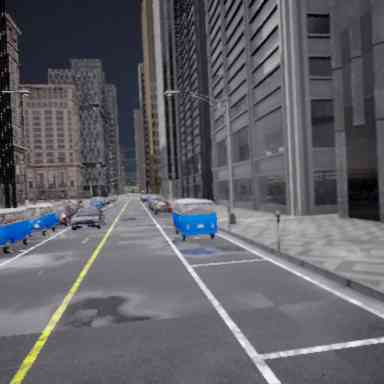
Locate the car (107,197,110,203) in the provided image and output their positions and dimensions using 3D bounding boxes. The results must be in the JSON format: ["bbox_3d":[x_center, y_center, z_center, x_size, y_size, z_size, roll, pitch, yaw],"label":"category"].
[{"bbox_3d":[-16.137,1.931,58.979,1.887,1.381,4.507,-3,0,-10],"label":"car"}]

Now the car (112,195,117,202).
[{"bbox_3d":[-20.039,1.861,81.202,1.967,1.590,4.097,-3,0,-10],"label":"car"}]

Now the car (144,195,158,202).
[{"bbox_3d":[-4.827,1.504,43.786,1.947,1.339,4.313,-3,0,-10],"label":"car"}]

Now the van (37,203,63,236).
[{"bbox_3d":[-9.328,1.660,20.084,1.690,1.788,3.998,-3,0,-10],"label":"van"}]

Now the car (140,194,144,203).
[{"bbox_3d":[-9.699,1.530,71.565,1.887,1.381,4.507,-3,0,-10],"label":"car"}]

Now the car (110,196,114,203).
[{"bbox_3d":[-18.084,1.971,70.091,1.947,1.339,4.313,-3,0,-10],"label":"car"}]

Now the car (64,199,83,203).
[{"bbox_3d":[-11.278,1.654,31.197,2.192,1.841,5.009,-3,0,-10],"label":"car"}]

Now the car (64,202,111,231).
[{"bbox_3d":[-7.000,1.734,22.870,2.033,1.411,5.357,-3,0,-10],"label":"car"}]

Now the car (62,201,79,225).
[{"bbox_3d":[-10.297,1.769,25.641,1.967,1.590,4.097,-3,0,-10],"label":"car"}]

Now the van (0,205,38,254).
[{"bbox_3d":[-8.354,1.650,14.528,1.690,1.788,3.998,-3,0,-10],"label":"van"}]

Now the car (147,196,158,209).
[{"bbox_3d":[-3.852,1.510,38.230,1.802,1.307,4.206,-3,0,-10],"label":"car"}]

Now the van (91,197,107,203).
[{"bbox_3d":[-15.174,1.718,53.422,1.690,1.788,3.998,-3,0,-10],"label":"van"}]

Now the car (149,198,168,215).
[{"bbox_3d":[-2.878,1.500,32.674,1.802,1.307,4.206,-3,0,-10],"label":"car"}]

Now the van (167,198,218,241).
[{"bbox_3d":[0.032,1.230,16.004,1.690,1.788,3.998,-3,0,-10],"label":"van"}]

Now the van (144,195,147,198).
[{"bbox_3d":[-5.813,1.289,49.340,1.690,1.788,3.998,-3,0,-10],"label":"van"}]

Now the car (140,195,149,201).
[{"bbox_3d":[-12.620,1.575,88.233,1.947,1.339,4.313,-3,0,-10],"label":"car"}]
